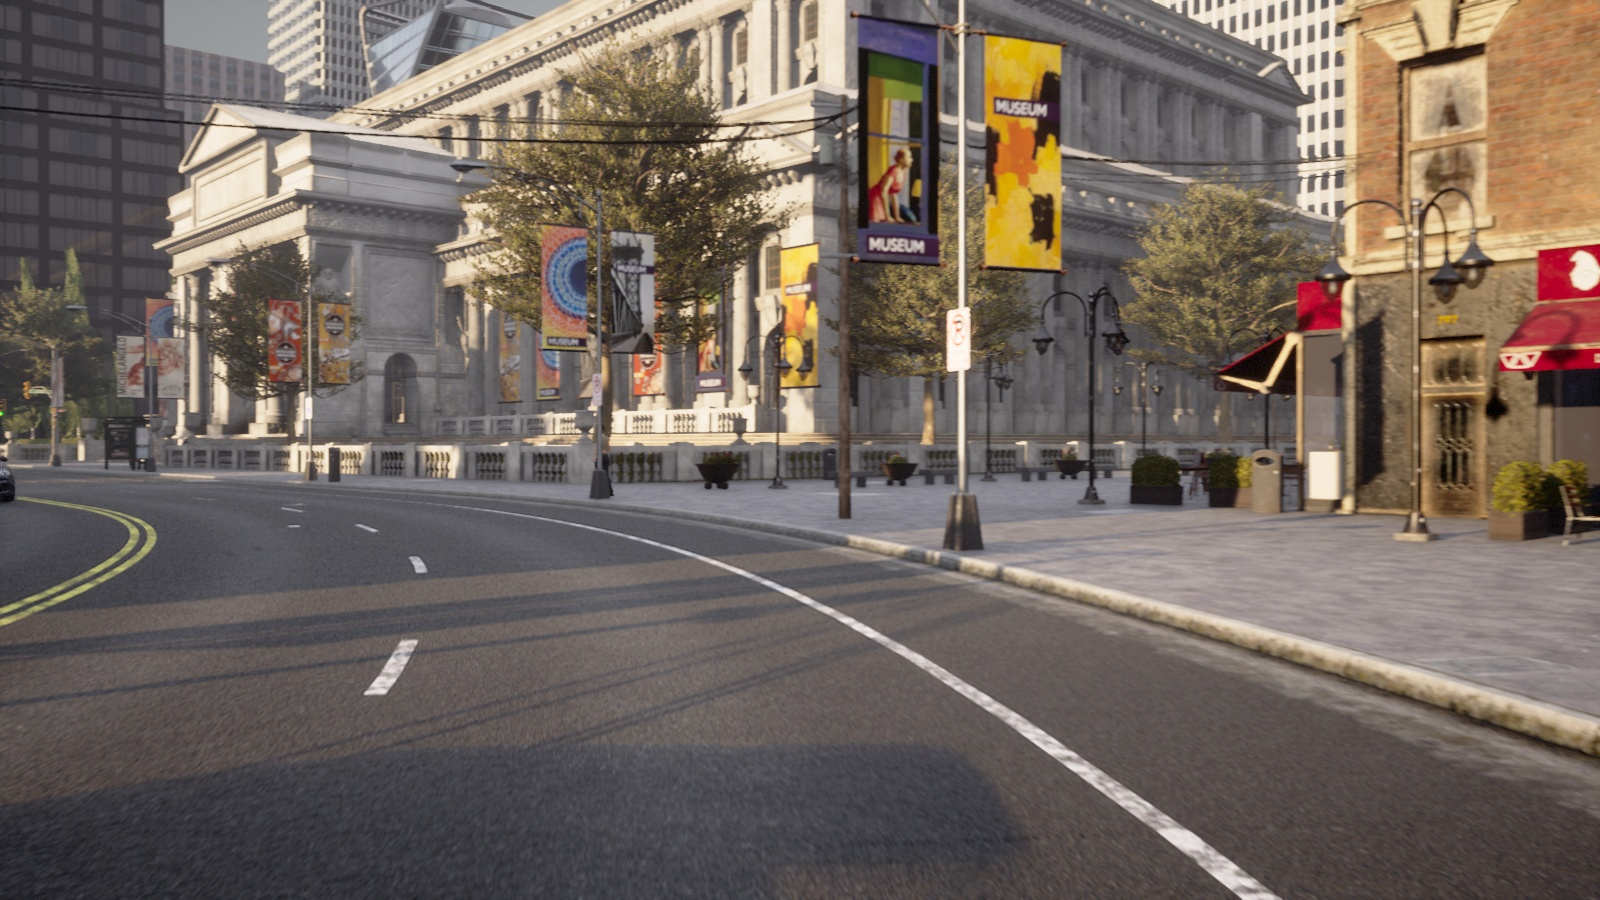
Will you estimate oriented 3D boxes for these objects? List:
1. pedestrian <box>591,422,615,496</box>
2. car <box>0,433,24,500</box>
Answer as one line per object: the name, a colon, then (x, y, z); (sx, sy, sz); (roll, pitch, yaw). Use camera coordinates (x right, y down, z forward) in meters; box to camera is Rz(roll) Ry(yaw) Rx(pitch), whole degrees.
pedestrian: (-4.992, 0.225, 31.808); (0.345, 1.836, 0.594); (0, 0, -39)
car: (-21.952, 0.412, 32.642); (2.242, 1.667, 4.611); (0, 0, -42)
